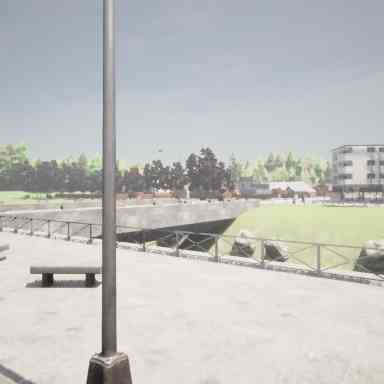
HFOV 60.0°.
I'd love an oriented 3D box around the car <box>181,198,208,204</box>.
[{"bbox_3d":[0.434,1.601,49.345,1.895,1.301,4.718,0,0,36],"label":"car"}]
